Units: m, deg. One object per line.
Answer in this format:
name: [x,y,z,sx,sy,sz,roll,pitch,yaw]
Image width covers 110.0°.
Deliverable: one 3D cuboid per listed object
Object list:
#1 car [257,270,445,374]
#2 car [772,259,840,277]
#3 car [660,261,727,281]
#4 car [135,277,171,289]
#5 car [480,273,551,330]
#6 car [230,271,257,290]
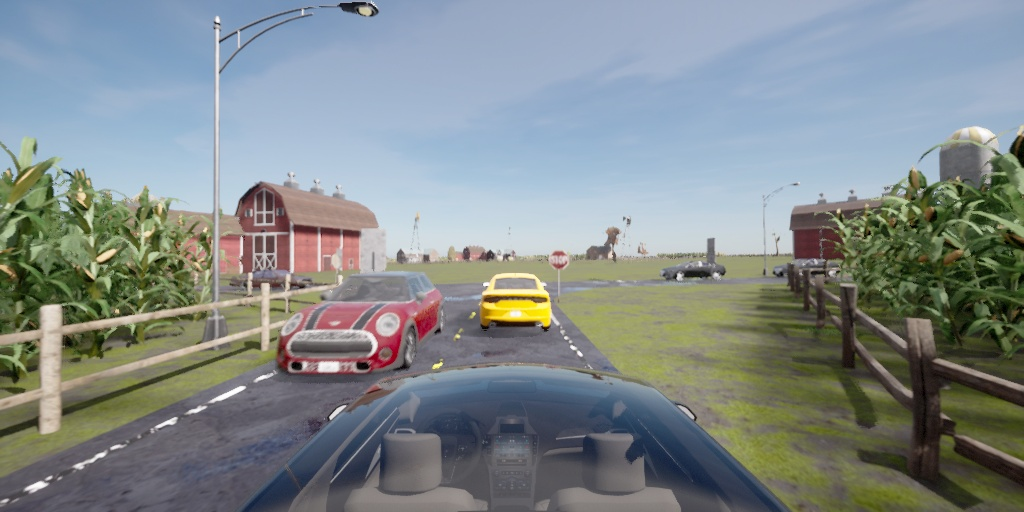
car: [-2.845,1.134,7.796,2.097,1.767,4.553,0,0,0]
car: [23.528,0.975,28.785,4.902,1.511,2.128,-1,-1,-7]
car: [14.061,1.134,27.968,4.902,1.511,2.128,-1,-1,-4]
car: [-27.964,1.786,26.770,5.008,1.535,1.882,-1,-1,9]
car: [0.092,1.279,11.338,1.882,1.535,5.008,0,0,0]
car: [-16.941,1.665,25.463,5.357,1.411,2.033,-1,-1,5]
